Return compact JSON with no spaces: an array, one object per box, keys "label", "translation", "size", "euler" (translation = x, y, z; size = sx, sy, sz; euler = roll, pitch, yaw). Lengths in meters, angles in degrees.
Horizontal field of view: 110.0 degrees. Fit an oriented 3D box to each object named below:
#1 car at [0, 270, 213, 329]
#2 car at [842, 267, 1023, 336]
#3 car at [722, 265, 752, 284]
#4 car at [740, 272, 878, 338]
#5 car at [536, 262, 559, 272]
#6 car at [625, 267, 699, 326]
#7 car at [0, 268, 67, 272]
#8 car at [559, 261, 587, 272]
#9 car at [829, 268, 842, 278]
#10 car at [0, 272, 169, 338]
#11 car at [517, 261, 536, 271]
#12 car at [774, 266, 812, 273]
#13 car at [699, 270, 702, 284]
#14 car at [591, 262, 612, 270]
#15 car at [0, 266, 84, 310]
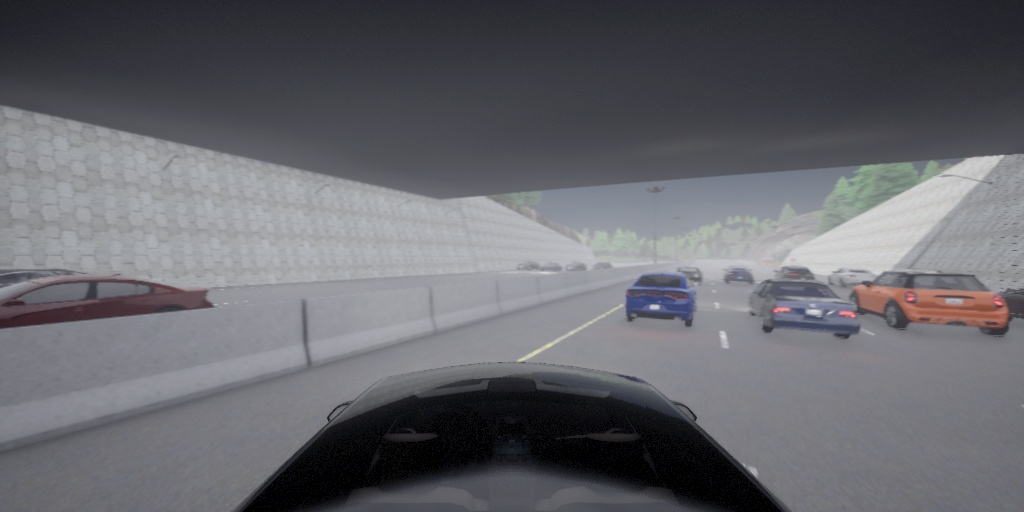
[{"label":"car","translation":[-9.534,1.164,7.587],"size":[1.882,1.535,5.008],"euler":[0,0,29]},{"label":"car","translation":[12.643,1.225,11.293],"size":[2.097,1.767,4.553],"euler":[0,0,29]},{"label":"car","translation":[18.430,1.484,29.290],"size":[1.812,1.442,4.674],"euler":[0,0,28]},{"label":"car","translation":[8.306,1.384,10.648],"size":[2.033,1.411,5.357],"euler":[0,0,29]},{"label":"car","translation":[5.490,1.507,49.633],"size":[1.994,1.385,4.181],"euler":[0,0,29]},{"label":"car","translation":[5.181,1.292,12.227],"size":[1.882,1.535,5.008],"euler":[0,0,29]},{"label":"car","translation":[-15.533,1.138,11.208],"size":[2.128,1.511,4.902],"euler":[0,0,29]},{"label":"car","translation":[8.565,1.448,47.962],"size":[2.128,1.511,4.902],"euler":[0,0,29]},{"label":"car","translation":[24.565,1.526,25.919],"size":[1.812,1.442,4.674],"euler":[0,0,28]},{"label":"car","translation":[-12.400,1.232,9.645],"size":[1.994,1.385,4.181],"euler":[0,0,29]},{"label":"car","translation":[2.415,1.400,51.306],"size":[2.128,1.511,4.902],"euler":[0,0,29]},{"label":"car","translation":[21.133,1.480,26.905],"size":[1.837,1.490,4.892],"euler":[0,0,29]},{"label":"car","translation":[14.275,1.525,28.946],"size":[1.895,1.301,4.718],"euler":[0,0,29]},{"label":"car","translation":[11.639,1.502,46.289],"size":[1.837,1.490,4.892],"euler":[0,0,29]},{"label":"car","translation":[-18.803,1.148,12.523],"size":[1.812,1.442,4.674],"euler":[0,0,29]}]
